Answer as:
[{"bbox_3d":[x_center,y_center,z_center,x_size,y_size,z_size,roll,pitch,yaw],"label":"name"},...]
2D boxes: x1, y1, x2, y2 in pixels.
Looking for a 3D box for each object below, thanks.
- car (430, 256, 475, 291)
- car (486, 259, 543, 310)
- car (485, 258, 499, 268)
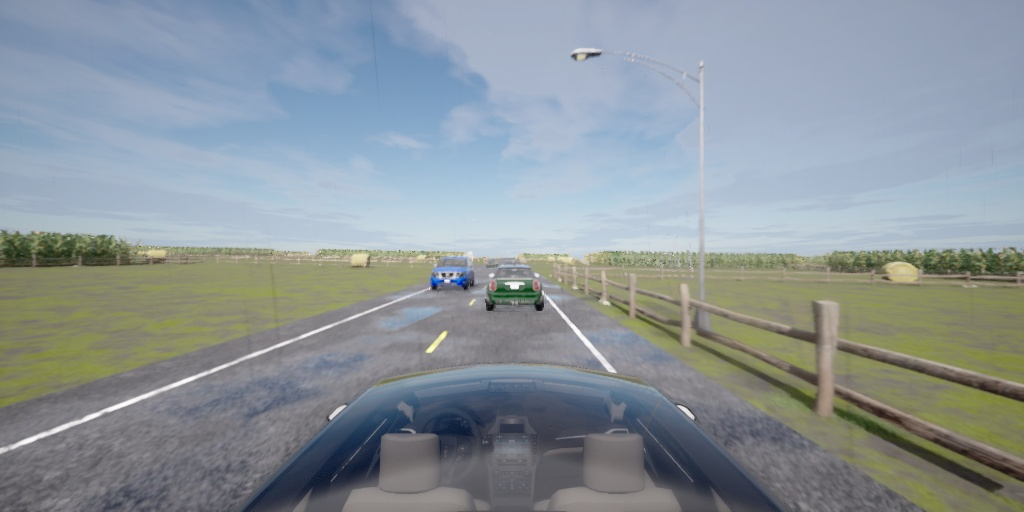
[{"bbox_3d":[-3.603,1.039,22.657,2.150,2.045,5.566,0,0,0],"label":"car"},{"bbox_3d":[0.097,1.145,15.080,2.097,1.767,4.553,0,0,0],"label":"car"},{"bbox_3d":[-3.533,1.266,64.361,2.097,1.767,4.553,0,0,0],"label":"car"}]
